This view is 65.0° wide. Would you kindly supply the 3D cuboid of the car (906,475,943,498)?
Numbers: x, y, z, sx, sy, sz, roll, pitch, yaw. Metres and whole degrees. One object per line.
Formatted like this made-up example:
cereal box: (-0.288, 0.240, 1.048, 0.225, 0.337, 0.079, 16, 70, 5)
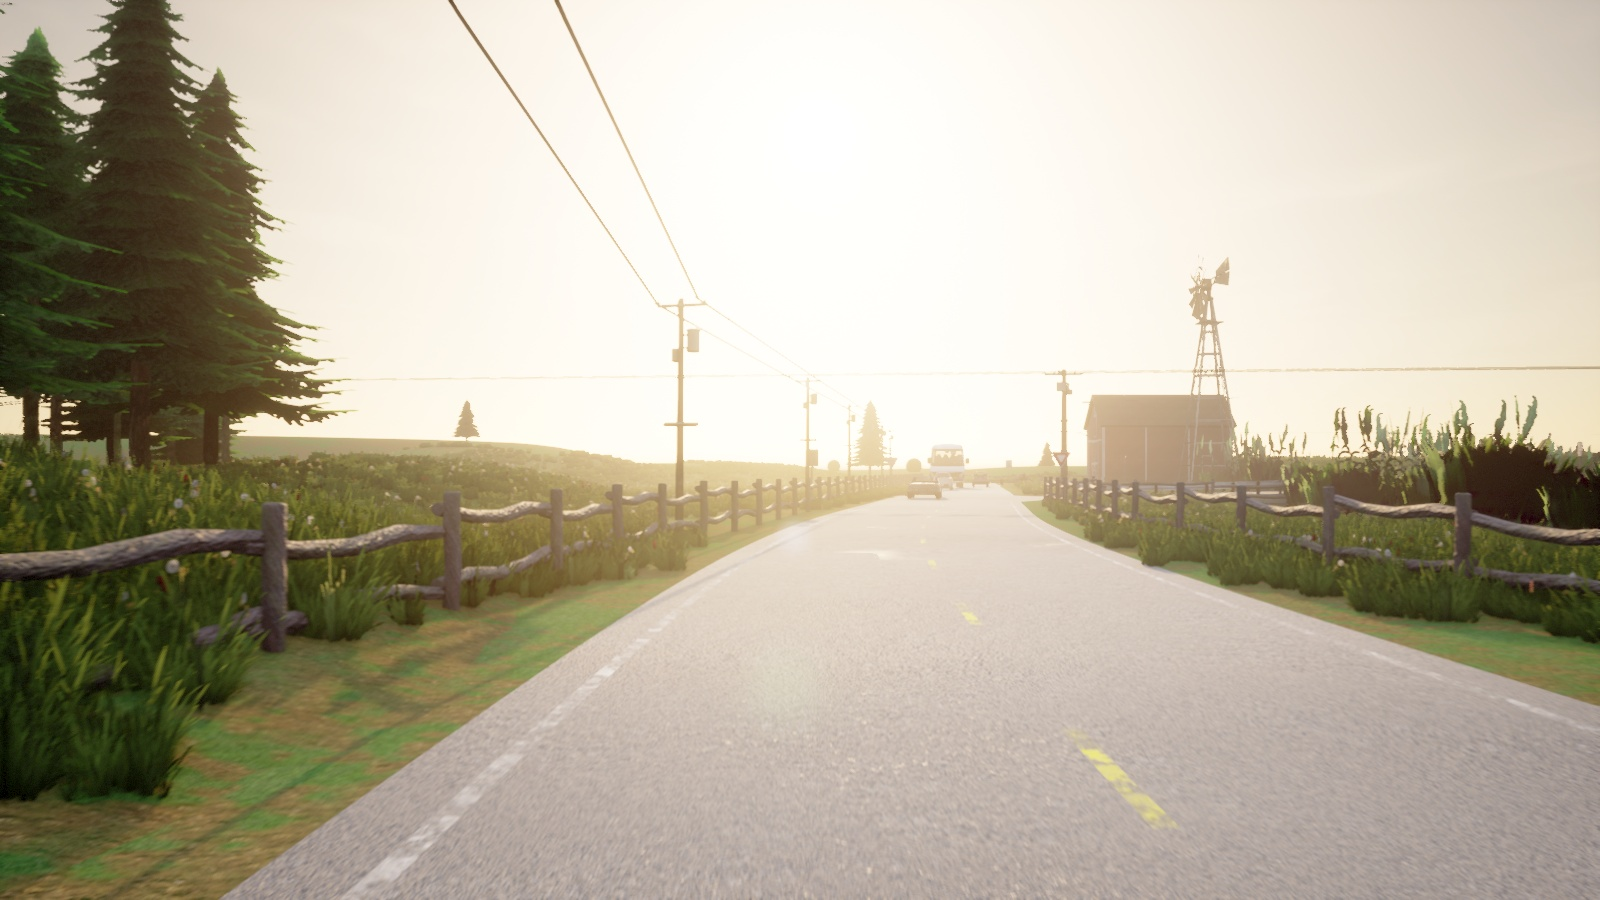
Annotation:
car: (7.266, 2.107, 72.850, 1.895, 1.301, 4.718, 0, -1, 9)
